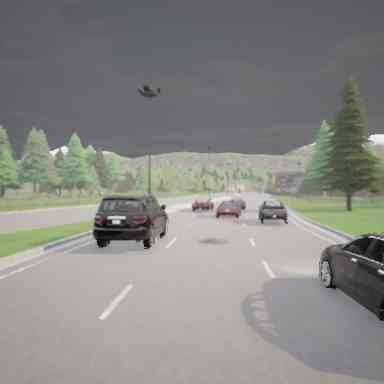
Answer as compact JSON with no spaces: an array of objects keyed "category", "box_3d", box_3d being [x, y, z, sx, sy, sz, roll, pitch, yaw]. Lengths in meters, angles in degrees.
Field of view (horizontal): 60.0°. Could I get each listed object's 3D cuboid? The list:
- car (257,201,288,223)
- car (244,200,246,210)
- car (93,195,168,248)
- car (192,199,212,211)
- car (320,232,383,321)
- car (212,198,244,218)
[{"category":"car","box_3d":[5.889,1.406,24.420,2.128,1.511,4.902,0,0,10]},{"category":"car","box_3d":[5.464,1.417,40.277,1.994,1.385,4.181,0,0,12]},{"category":"car","box_3d":[-2.475,1.160,14.598,2.150,2.045,5.566,0,0,5]},{"category":"car","box_3d":[1.320,1.457,37.486,1.895,1.301,4.718,0,0,12]},{"category":"car","box_3d":[3.913,1.487,6.135,1.837,1.490,4.892,0,0,3]},{"category":"car","box_3d":[3.261,1.455,29.255,1.994,1.385,4.181,0,0,11]}]
